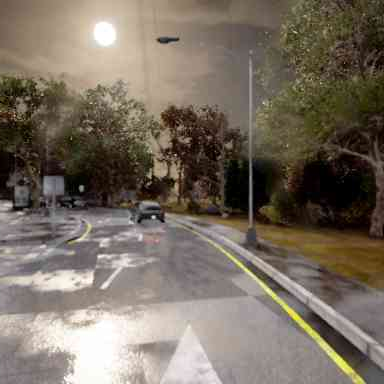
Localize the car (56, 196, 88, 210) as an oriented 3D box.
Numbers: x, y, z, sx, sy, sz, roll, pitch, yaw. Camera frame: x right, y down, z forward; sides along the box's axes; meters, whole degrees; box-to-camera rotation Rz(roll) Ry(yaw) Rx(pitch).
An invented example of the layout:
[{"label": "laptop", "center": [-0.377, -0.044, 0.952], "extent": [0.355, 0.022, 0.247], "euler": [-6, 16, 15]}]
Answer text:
[{"label": "car", "center": [-13.924, 1.203, 38.505], "extent": [4.902, 1.511, 2.128], "euler": [2, 1, 43]}]

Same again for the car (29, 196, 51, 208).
[{"label": "car", "center": [-18.641, 1.156, 39.129], "extent": [5.357, 1.411, 2.033], "euler": [2, 1, 40]}]

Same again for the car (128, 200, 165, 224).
[{"label": "car", "center": [-3.338, 1.377, 24.033], "extent": [1.837, 1.490, 4.892], "euler": [1, 0, -20]}]
